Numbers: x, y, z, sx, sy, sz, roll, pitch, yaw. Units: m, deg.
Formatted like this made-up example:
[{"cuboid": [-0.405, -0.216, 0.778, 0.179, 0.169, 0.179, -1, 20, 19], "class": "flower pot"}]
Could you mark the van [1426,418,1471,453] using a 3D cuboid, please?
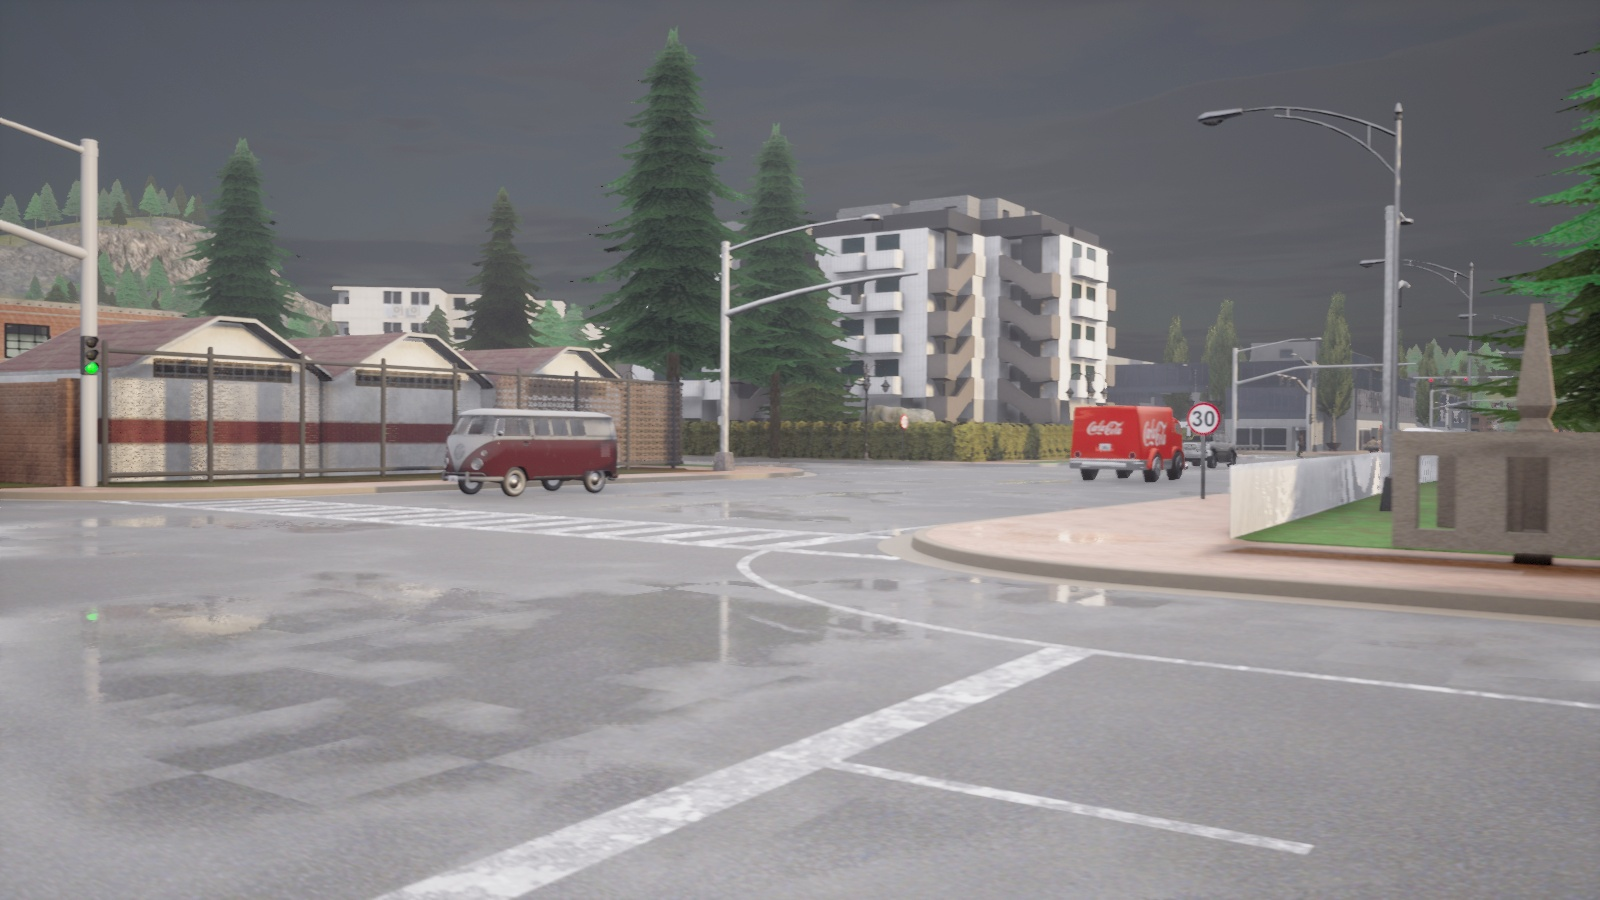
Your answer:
[{"cuboid": [38.333, -0.867, 74.218, 1.775, 1.987, 4.442, 0, 1, 35], "class": "van"}]

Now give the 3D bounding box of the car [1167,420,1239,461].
[{"cuboid": [19.022, -0.414, 59.104, 1.932, 1.855, 4.605, 0, 0, 35], "class": "car"}]

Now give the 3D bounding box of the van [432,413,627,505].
[{"cuboid": [-6.261, 0.155, 29.533, 1.775, 1.987, 4.442, 0, 1, 35], "class": "van"}]

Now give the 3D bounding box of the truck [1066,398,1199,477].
[{"cuboid": [11.214, -0.419, 42.058, 2.627, 2.467, 5.204, 0, 1, 35], "class": "truck"}]

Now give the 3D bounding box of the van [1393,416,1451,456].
[{"cuboid": [33.236, -0.752, 67.038, 2.069, 2.038, 4.480, 0, 1, 35], "class": "van"}]
